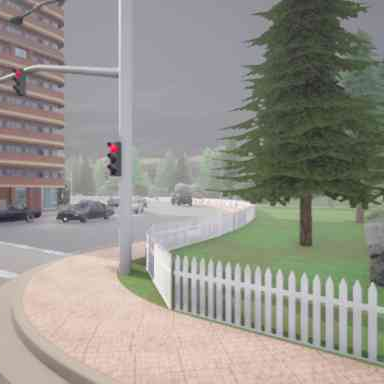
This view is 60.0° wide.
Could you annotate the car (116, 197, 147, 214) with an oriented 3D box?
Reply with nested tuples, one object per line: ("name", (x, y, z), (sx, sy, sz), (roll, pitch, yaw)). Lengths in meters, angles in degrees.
("car", (-6.264, 1.456, 34.813), (1.812, 1.442, 4.674), (0, 0, 3))

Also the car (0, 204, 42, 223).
("car", (-12.786, 1.532, 22.692), (1.895, 1.301, 4.718), (0, 0, 23))

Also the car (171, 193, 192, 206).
("car", (-1.708, 1.148, 52.710), (2.150, 2.045, 5.566), (0, 0, -20))

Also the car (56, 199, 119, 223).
("car", (-7.899, 1.480, 25.370), (2.033, 1.411, 5.357), (0, 0, 17))
